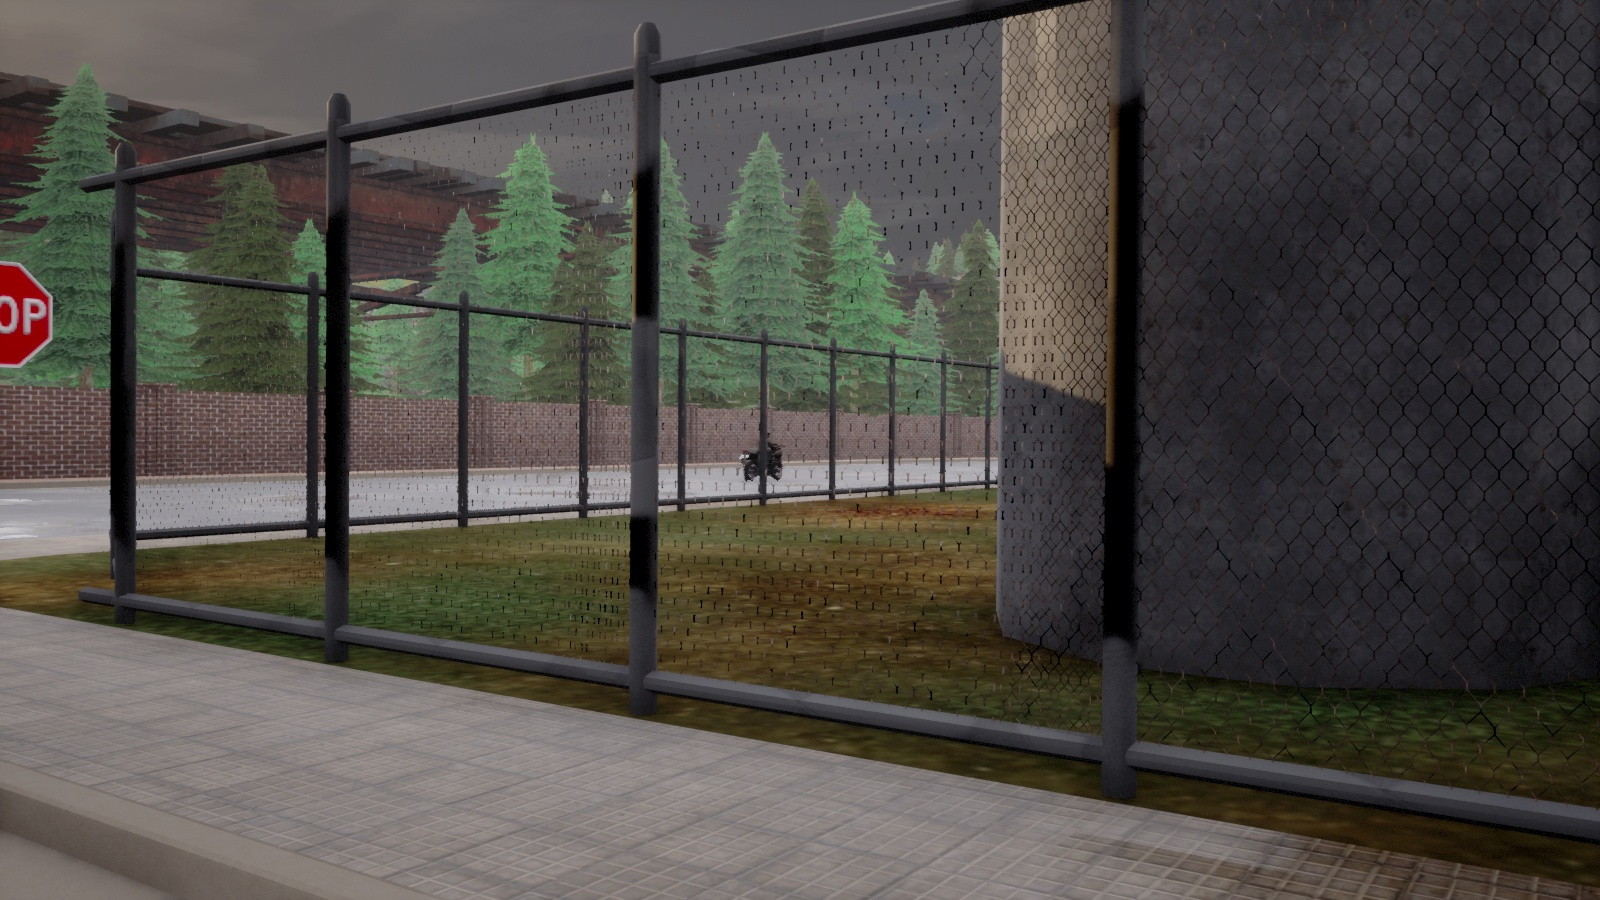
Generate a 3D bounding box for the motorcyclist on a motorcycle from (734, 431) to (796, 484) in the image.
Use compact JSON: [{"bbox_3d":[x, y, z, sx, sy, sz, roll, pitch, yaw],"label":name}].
[{"bbox_3d":[-1.041,0.210,37.578,0.797,1.523,2.044,0,1,34],"label":"motorcyclist on a motorcycle"}]
